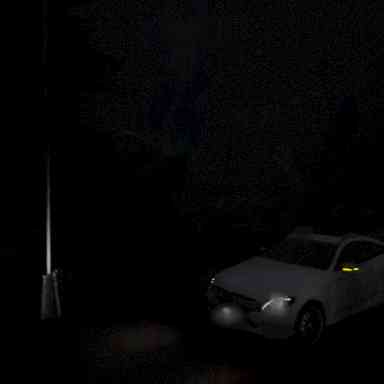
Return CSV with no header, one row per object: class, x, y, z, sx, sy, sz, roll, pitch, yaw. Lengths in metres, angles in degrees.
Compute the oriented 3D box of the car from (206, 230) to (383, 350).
car,2.416,1.502,6.314,4.674,1.442,1.812,0,0,-36
